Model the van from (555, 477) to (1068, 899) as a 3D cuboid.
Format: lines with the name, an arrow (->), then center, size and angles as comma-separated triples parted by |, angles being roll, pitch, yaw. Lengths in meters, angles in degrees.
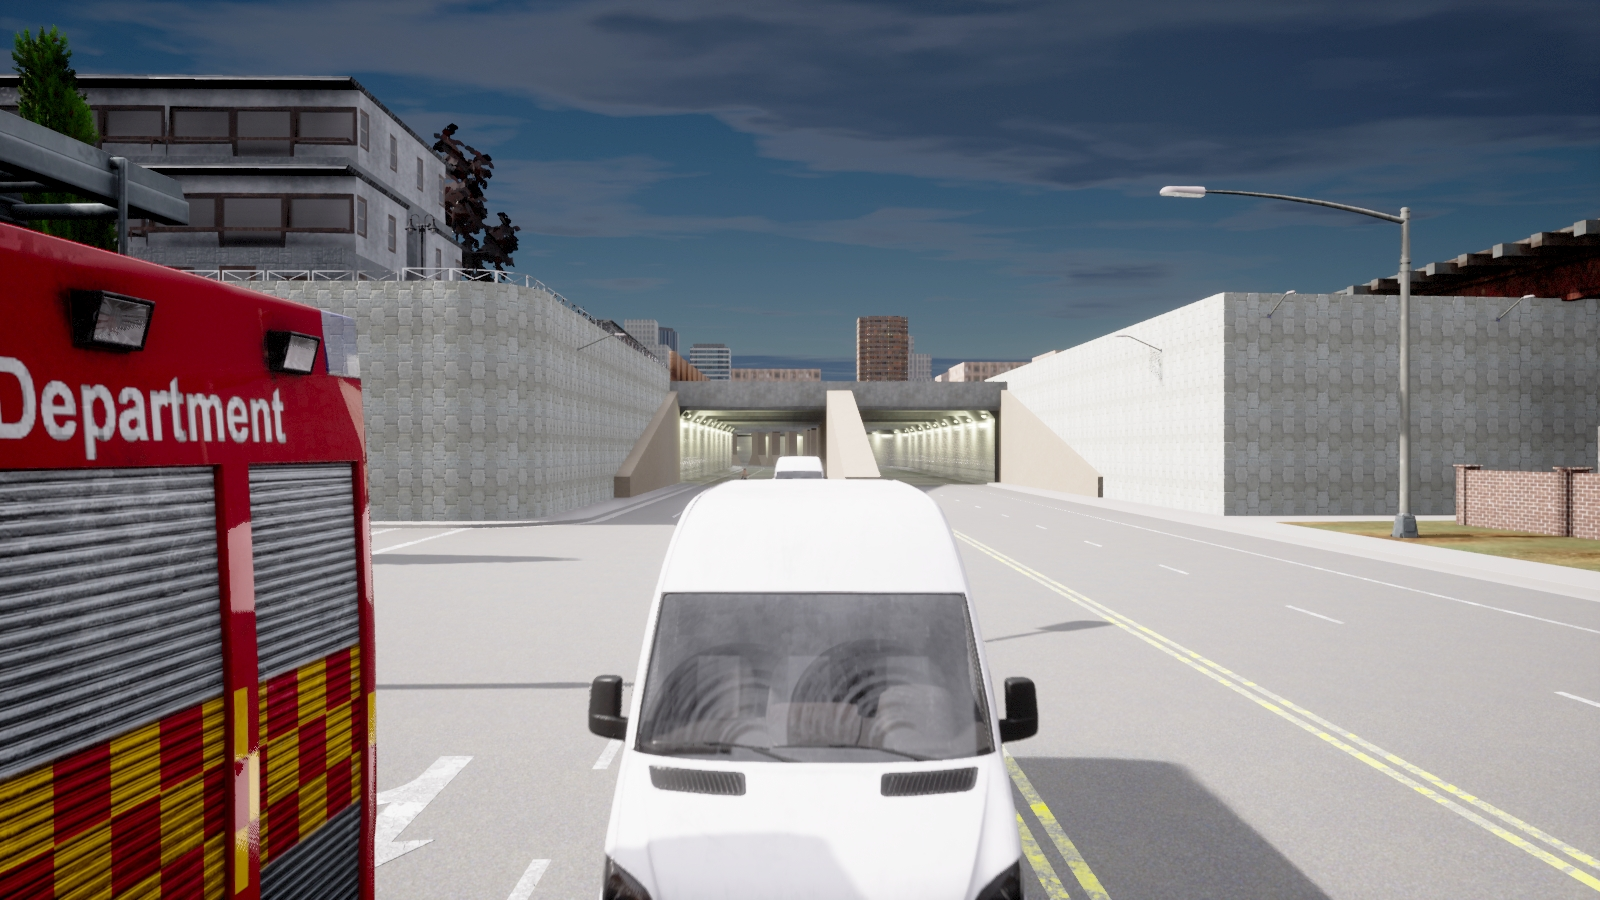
van -> 0.071, 1.531, 7.394 | 1.988, 2.561, 5.915 | 0, 0, 1

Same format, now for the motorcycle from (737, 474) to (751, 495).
motorcycle -> -3.555, 2.170, 72.664 | 0.764, 1.277, 2.356 | 0, 0, 0

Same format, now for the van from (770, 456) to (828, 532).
van -> -0.037, 1.534, 42.302 | 1.988, 2.561, 5.915 | 0, 0, 0
